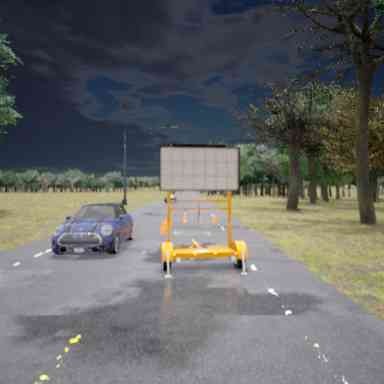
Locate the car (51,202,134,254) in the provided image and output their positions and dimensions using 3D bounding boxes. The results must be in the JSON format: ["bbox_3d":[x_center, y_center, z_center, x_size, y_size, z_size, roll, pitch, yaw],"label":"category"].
[{"bbox_3d":[-3.593,1.239,12.804,2.097,1.767,4.553,0,1,0],"label":"car"}]

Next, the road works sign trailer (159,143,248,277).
[{"bbox_3d":[0.200,0.375,9.993,2.380,3.560,2.880,0,0,-8],"label":"road works sign trailer"}]

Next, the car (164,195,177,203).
[{"bbox_3d":[-3.554,1.185,54.744,1.895,1.301,4.718,0,0,0],"label":"car"}]
